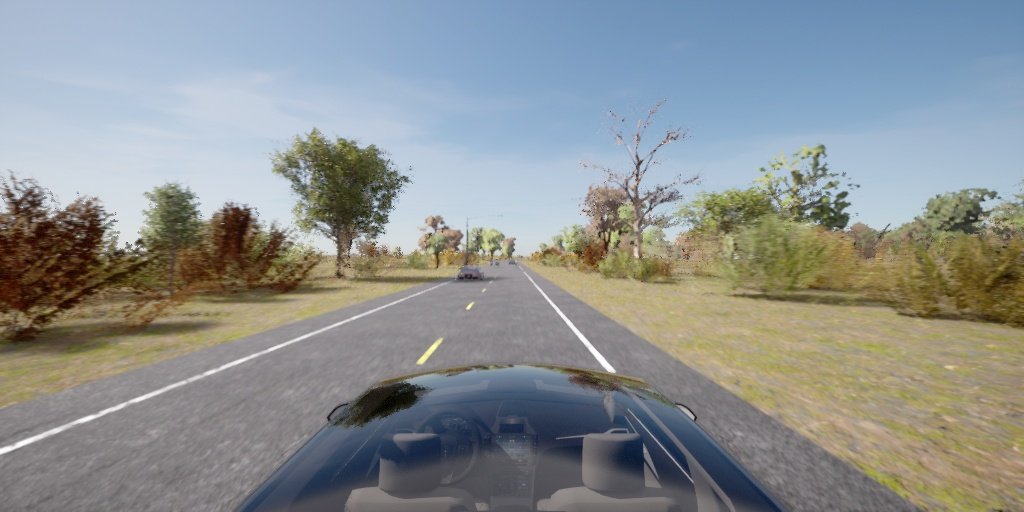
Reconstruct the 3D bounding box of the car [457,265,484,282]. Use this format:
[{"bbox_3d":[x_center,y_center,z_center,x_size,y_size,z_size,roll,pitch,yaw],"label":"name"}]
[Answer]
[{"bbox_3d":[-3.582,1.499,31.571,1.994,1.385,4.181,0,0,0],"label":"car"}]
